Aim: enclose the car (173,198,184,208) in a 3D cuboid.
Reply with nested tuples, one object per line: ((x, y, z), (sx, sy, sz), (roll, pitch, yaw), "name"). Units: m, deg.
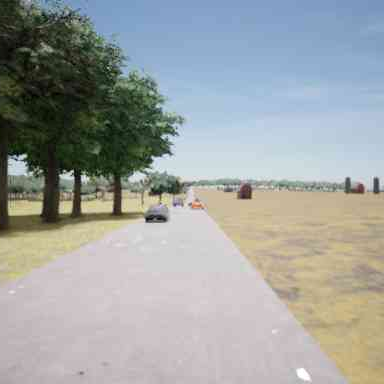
((-2.778, 2.237, 69.229), (2.150, 2.045, 5.566), (0, -1, 0), "car")

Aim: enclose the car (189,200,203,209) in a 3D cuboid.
((0.938, 2.167, 59.343), (2.097, 1.767, 4.553), (0, -1, 0), "car")

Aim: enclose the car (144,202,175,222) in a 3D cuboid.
((-2.860, 1.766, 28.479), (2.033, 1.411, 5.357), (0, -1, 0), "car")
